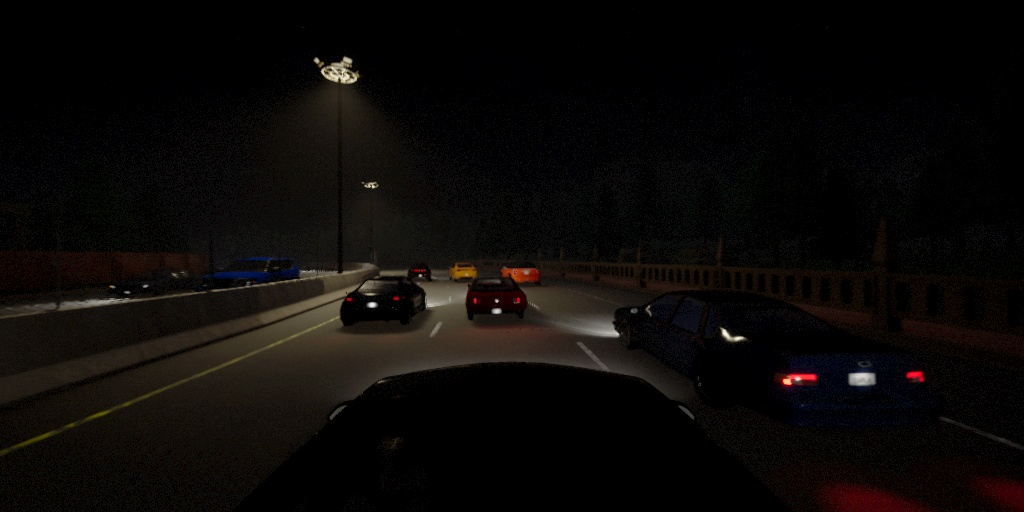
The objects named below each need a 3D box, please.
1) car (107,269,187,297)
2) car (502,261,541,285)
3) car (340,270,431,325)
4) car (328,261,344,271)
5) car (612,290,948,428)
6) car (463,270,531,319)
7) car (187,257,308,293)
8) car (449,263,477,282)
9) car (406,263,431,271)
[{"bbox_3d":[-19.783,1.437,20.487,2.033,1.411,5.357,0,0,-13],"label":"car"},{"bbox_3d":[0.511,1.158,26.188,2.097,1.767,4.553,0,0,-13],"label":"car"},{"bbox_3d":[-4.131,1.359,12.108,1.994,1.385,4.181,0,0,-5],"label":"car"},{"bbox_3d":[-26.621,1.529,54.143,1.812,1.442,4.674,0,0,-33],"label":"car"},{"bbox_3d":[3.402,1.292,6.119,2.033,1.411,5.357,0,0,-3],"label":"car"},{"bbox_3d":[-0.678,1.381,13.026,1.895,1.301,4.718,0,0,-6],"label":"car"},{"bbox_3d":[-11.996,1.064,16.896,2.150,2.045,5.566,0,0,-10],"label":"car"},{"bbox_3d":[-4.252,1.317,30.723,1.882,1.535,5.008,0,0,-16],"label":"car"},{"bbox_3d":[-8.210,1.366,31.749,1.837,1.490,4.892,0,0,-17],"label":"car"}]
